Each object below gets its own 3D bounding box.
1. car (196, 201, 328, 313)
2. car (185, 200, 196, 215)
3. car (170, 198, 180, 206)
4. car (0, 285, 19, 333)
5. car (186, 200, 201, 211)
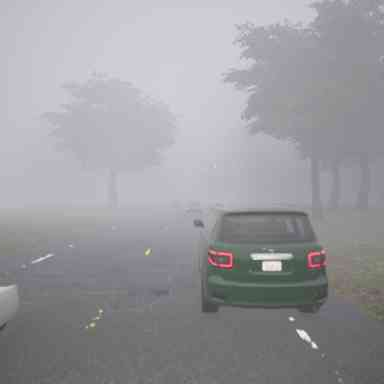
[{"bbox_3d":[1.261,1.269,7.884,2.150,2.045,5.566,0,0,0],"label":"car"},{"bbox_3d":[0.229,1.742,37.003,2.033,1.411,5.357,0,0,1],"label":"car"},{"bbox_3d":[-3.237,1.868,64.422,2.033,1.411,5.357,0,0,0],"label":"car"},{"bbox_3d":[-3.586,1.620,2.857,1.895,1.301,4.718,0,0,0],"label":"car"},{"bbox_3d":[0.219,1.840,46.844,1.895,1.301,4.718,0,0,0],"label":"car"}]
